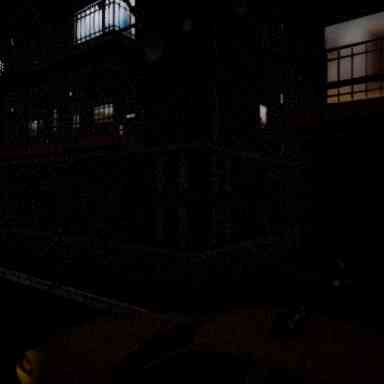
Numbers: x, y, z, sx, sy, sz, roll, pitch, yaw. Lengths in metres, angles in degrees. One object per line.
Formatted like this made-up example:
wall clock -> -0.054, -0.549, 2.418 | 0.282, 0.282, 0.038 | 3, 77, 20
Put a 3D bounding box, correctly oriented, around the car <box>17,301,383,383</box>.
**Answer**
car -> 0.493, 1.518, 2.528 | 4.829, 1.417, 1.752 | 1, 0, 35
